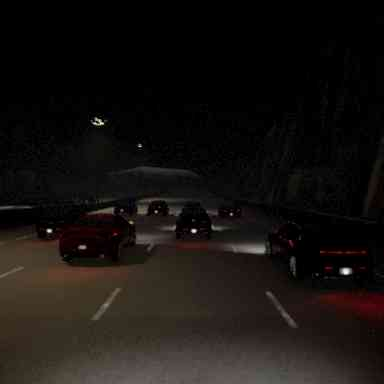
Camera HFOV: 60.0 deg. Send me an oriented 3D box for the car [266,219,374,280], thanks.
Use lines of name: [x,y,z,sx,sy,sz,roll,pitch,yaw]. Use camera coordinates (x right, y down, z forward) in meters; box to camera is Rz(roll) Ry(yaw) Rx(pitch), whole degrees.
car: [3.590,1.588,10.171,1.837,1.490,4.892,0,0,0]

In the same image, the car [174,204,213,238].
car: [0.088,1.625,18.476,1.837,1.490,4.892,0,0,0]

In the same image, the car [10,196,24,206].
car: [-28.085,1.488,54.928,2.128,1.511,4.902,0,1,0]

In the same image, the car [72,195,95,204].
car: [-17.593,1.346,54.874,2.097,1.767,4.553,0,0,0]

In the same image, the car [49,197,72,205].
car: [-21.096,1.561,54.578,1.994,1.385,4.181,0,1,0]

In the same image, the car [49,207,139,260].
car: [-3.409,1.574,12.828,1.882,1.535,5.008,0,0,0]

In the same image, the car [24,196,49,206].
car: [-24.577,1.550,54.068,2.033,1.411,5.357,0,1,1]

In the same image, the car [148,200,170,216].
car: [-3.425,1.629,34.175,1.837,1.490,4.892,0,0,0]

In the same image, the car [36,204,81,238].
car: [-6.912,1.627,18.537,1.837,1.490,4.892,0,0,0]

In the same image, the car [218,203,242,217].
car: [3.577,1.727,32.364,1.895,1.301,4.718,0,0,0]

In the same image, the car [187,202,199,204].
car: [0.075,1.685,34.693,1.994,1.385,4.181,0,0,0]

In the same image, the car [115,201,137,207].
car: [-6.925,1.647,35.113,1.812,1.442,4.674,0,0,0]
